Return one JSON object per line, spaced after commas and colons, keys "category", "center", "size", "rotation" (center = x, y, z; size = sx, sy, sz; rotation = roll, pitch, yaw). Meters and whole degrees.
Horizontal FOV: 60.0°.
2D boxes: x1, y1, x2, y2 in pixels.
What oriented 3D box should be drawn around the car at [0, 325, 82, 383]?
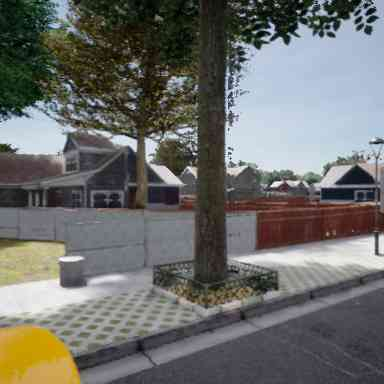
{"category": "car", "center": [-2.875, 1.476, 1.016], "size": [5.008, 1.535, 1.882], "rotation": [0, 0, -35]}
